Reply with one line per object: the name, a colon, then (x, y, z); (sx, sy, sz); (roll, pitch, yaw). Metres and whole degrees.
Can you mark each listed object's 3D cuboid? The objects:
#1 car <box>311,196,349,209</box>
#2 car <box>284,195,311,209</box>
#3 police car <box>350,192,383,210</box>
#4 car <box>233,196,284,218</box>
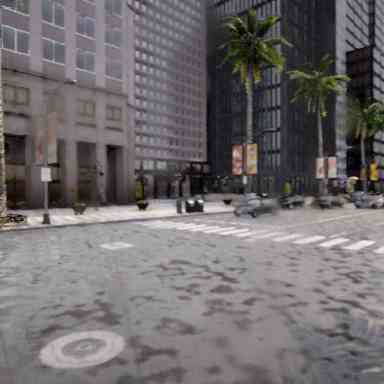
car: (15.033, 1.102, 36.770); (5.357, 1.411, 2.033); (-1, 1, -45)
car: (10.861, 1.083, 36.936); (2.161, 1.482, 4.786); (0, 1, 44)
police car: (19.285, 1.051, 35.965); (2.038, 1.542, 4.974); (0, 1, 44)
car: (5.239, 1.224, 26.776); (1.812, 1.442, 4.674); (0, 1, 44)
